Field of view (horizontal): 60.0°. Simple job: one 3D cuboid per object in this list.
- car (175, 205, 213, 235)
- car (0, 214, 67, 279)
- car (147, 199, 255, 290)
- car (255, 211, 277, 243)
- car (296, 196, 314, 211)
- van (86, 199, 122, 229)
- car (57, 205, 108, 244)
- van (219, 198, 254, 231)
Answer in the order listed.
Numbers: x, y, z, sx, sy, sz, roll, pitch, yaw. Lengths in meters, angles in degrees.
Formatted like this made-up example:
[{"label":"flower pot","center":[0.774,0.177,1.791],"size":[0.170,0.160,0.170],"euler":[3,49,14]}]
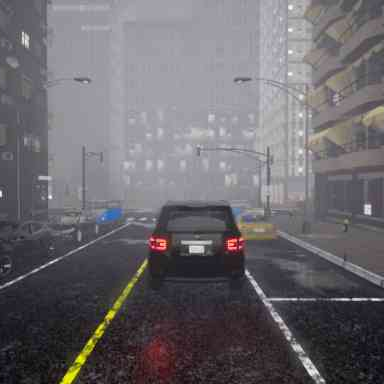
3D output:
[{"label":"car","center":[0.126,1.560,19.525],"size":[1.994,1.385,4.181],"euler":[0,0,1]},{"label":"car","center":[-5.669,1.563,10.030],"size":[1.947,1.339,4.313],"euler":[-1,0,0]},{"label":"car","center":[0.107,1.219,9.230],"size":[2.150,2.045,5.566],"euler":[0,0,0]},{"label":"car","center":[2.728,1.522,15.748],"size":[1.752,1.417,4.829],"euler":[-1,0,0]},{"label":"car","center":[15.362,1.337,40.471],"size":[5.009,1.841,2.192],"euler":[0,1,1]},{"label":"van","center":[-5.638,1.336,21.234],"size":[1.690,1.788,3.998],"euler":[-1,0,0]},{"label":"car","center":[-5.652,1.547,15.632],"size":[2.008,1.369,4.403],"euler":[-1,0,0]},{"label":"van","center":[2.742,1.336,21.179],"size":[1.690,1.788,3.998],"euler":[-1,0,0]}]
